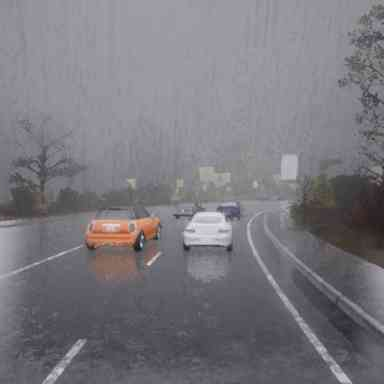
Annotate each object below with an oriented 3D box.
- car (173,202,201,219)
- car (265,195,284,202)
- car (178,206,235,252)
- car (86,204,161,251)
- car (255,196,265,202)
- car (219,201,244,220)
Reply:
[{"bbox_3d":[-0.124,1.555,28.838,2.033,1.411,5.357,0,0,14],"label":"car"},{"bbox_3d":[19.391,1.496,75.856,2.128,1.511,4.902,0,0,39],"label":"car"},{"bbox_3d":[0.756,1.529,13.910,1.812,1.442,4.674,0,0,6],"label":"car"},{"bbox_3d":[-2.725,1.359,14.273,2.097,1.767,4.553,0,0,6],"label":"car"},{"bbox_3d":[16.705,1.543,78.099,1.895,1.301,4.718,0,0,39],"label":"car"},{"bbox_3d":[3.275,1.482,28.002,1.882,1.535,5.008,0,0,14],"label":"car"}]
